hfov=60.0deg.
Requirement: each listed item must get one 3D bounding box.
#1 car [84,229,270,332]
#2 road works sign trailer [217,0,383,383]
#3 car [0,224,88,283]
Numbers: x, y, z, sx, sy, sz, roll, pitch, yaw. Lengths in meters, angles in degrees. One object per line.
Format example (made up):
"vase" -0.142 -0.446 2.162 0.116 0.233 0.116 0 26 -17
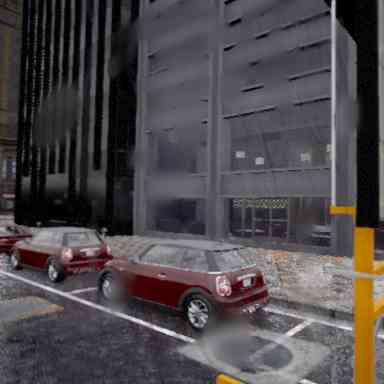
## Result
"car" -0.408 1.805 7.692 4.097 1.590 1.967 -1 -3 41
"road works sign trailer" 1.391 0.622 2.568 2.880 3.560 2.380 -1 -4 41
"car" -4.518 1.895 11.232 4.097 1.590 1.967 -1 -3 41
